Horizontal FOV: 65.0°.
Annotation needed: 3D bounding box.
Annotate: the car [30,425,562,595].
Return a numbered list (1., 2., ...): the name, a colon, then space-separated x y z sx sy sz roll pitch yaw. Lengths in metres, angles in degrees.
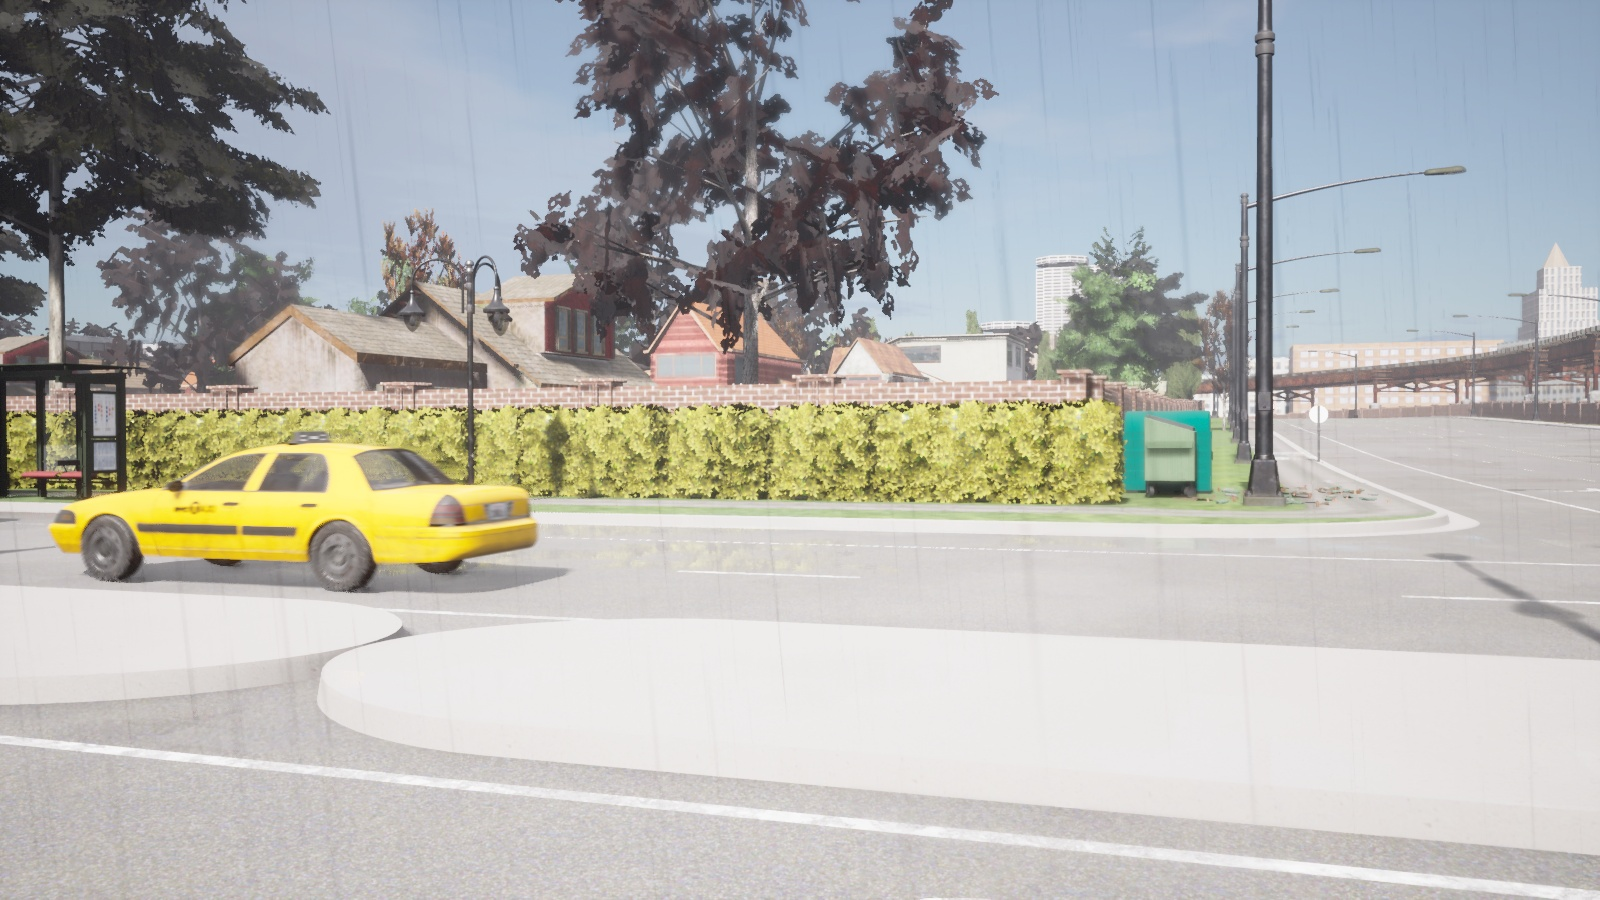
1. car: -5.371 0.531 13.401 5.366 1.575 1.801 1 1 18
